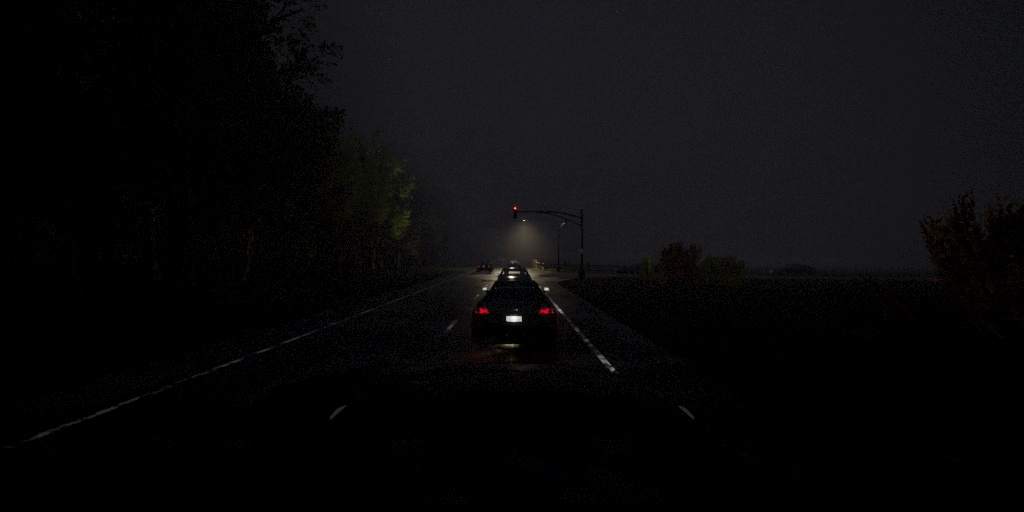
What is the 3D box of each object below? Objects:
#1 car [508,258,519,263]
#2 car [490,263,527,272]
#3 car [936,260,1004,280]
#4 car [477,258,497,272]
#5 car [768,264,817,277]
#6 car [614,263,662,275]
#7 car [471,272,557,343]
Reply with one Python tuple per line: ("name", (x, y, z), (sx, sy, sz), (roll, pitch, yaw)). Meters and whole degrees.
("car", (0.263, 1.319, 56.480), (1.994, 1.385, 4.181), (0, 0, -2))
("car", (0.121, 1.301, 18.879), (2.033, 1.411, 5.357), (0, 0, 0))
("car", (48.592, 1.499, 38.058), (5.566, 2.045, 2.150), (1, -1, 0))
("car", (-3.349, 1.304, 45.289), (2.033, 1.411, 5.357), (0, 0, 0))
("car", (32.588, 1.654, 41.741), (4.902, 1.511, 2.128), (1, -1, 0))
("car", (14.795, 1.518, 41.977), (5.357, 1.411, 2.033), (1, -1, 3))
("car", (0.093, 1.316, 9.674), (1.994, 1.385, 4.181), (0, 0, 1))
